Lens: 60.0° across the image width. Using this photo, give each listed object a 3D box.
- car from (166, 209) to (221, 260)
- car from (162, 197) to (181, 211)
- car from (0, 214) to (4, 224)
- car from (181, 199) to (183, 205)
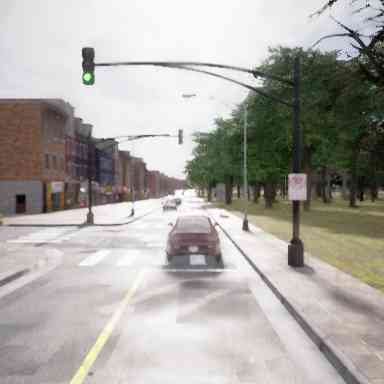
[{"bbox_3d":[0.060,1.577,12.468,1.812,1.442,4.674,0,0,0],"label":"car"},{"bbox_3d":[-2.888,1.734,44.189,2.033,1.411,5.357,0,0,0],"label":"car"},{"bbox_3d":[-13.280,1.427,18.670,4.829,1.417,1.752,0,1,0],"label":"car"},{"bbox_3d":[-2.821,1.800,64.993,1.837,1.490,4.892,0,-1,0],"label":"car"}]
